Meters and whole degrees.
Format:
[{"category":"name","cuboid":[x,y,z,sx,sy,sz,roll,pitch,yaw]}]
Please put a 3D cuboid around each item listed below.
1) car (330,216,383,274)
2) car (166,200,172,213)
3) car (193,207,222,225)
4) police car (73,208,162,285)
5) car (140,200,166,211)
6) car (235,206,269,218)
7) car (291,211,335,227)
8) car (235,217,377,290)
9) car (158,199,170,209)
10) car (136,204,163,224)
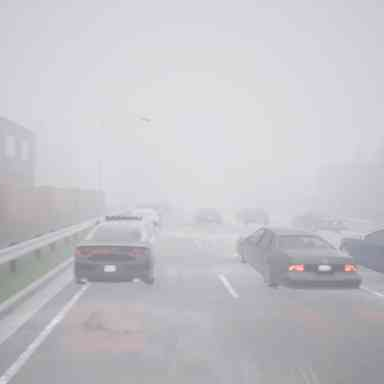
[{"category":"car","cuboid":[6.200,1.736,9.584,1.882,1.535,5.008,1,-1,-5]},{"category":"car","cuboid":[-3.752,1.939,44.315,1.837,1.490,4.892,1,-1,-4]},{"category":"car","cuboid":[1.244,1.914,27.221,1.994,1.385,4.181,1,-1,-5]},{"category":"police car","cuboid":[-1.996,1.496,9.855,1.930,1.638,5.238,1,-1,-5]},{"category":"car","cuboid":[-3.288,1.577,25.662,2.097,1.767,4.553,1,-1,-5]},{"category":"car","cuboid":[4.778,1.921,26.960,2.128,1.511,4.902,1,-1,-5]},{"category":"car","cuboid":[8.610,2.020,23.017,2.033,1.411,5.357,1,-1,-5]},{"category":"car","cuboid":[2.673,1.725,9.723,2.033,1.411,5.357,1,-1,-5]},{"category":"car","cuboid":[-4.905,2.062,58.283,2.128,1.511,4.902,1,-1,-5]},{"category":"car","cuboid":[-2.805,1.693,19.710,1.812,1.442,4.674,1,-1,-5]}]
